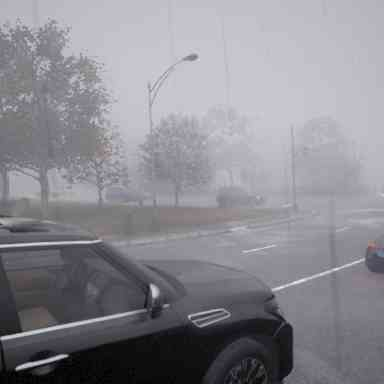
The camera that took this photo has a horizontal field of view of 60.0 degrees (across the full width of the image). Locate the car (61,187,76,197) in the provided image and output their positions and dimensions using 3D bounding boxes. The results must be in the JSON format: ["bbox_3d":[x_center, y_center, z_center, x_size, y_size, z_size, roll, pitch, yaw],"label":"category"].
[{"bbox_3d":[-22.561,-0.113,58.749,4.553,1.767,2.097,2,4,32],"label":"car"}]

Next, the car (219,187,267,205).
[{"bbox_3d":[5.785,0.644,36.430,4.553,1.767,2.097,-1,2,33],"label":"car"}]

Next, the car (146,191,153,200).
[{"bbox_3d":[-7.597,0.354,49.120,4.553,1.767,2.097,2,4,33],"label":"car"}]

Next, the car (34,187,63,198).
[{"bbox_3d":[-24.378,0.308,55.776,4.718,1.301,1.895,2,4,32],"label":"car"}]

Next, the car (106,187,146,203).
[{"bbox_3d":[-9.545,0.394,46.204,5.566,2.045,2.150,2,4,33],"label":"car"}]

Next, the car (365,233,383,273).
[{"bbox_3d":[6.562,1.452,9.316,4.181,1.385,1.994,-2,1,-42],"label":"car"}]

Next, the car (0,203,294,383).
[{"bbox_3d":[-1.577,1.220,2.770,5.566,2.045,2.150,0,0,-35],"label":"car"}]

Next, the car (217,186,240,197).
[{"bbox_3d":[5.737,0.355,40.601,5.566,2.045,2.150,0,3,33],"label":"car"}]
